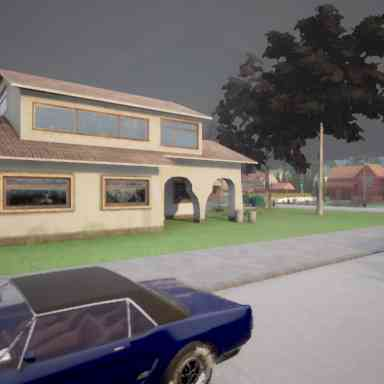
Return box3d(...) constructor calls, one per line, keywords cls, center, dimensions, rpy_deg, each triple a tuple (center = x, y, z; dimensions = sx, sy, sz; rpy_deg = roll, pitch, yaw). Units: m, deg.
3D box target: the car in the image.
box3d(cls="car", center=(-1.621, 1.601, 3.433), dimensions=(4.718, 1.301, 1.895), rpy_deg=(0, 0, -37))
